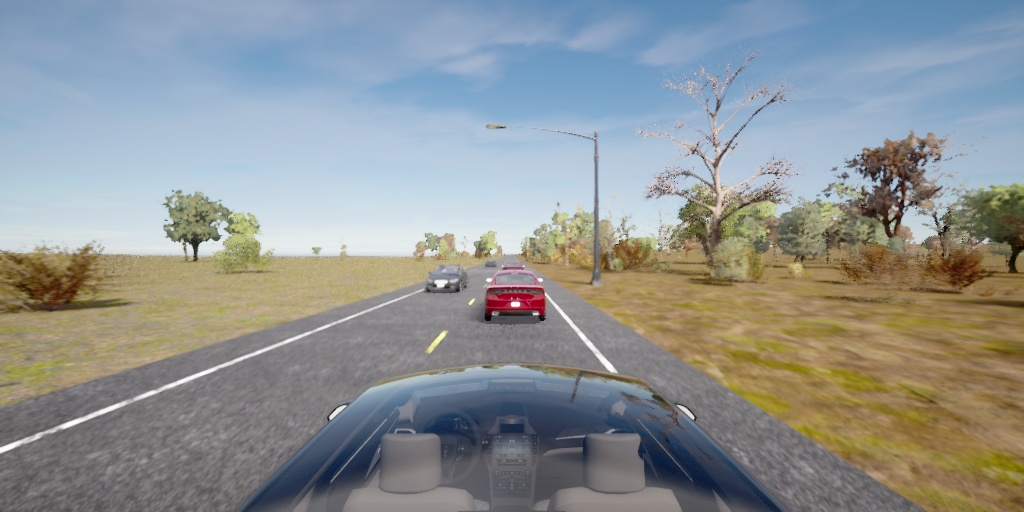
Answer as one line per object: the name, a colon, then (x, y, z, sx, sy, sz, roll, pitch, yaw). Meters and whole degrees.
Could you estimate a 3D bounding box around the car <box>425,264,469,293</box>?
car: (-3.598, 1.230, 20.552, 2.128, 1.511, 4.902, 0, 0, 0)

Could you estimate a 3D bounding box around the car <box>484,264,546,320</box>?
car: (0.101, 1.222, 12.681, 1.882, 1.535, 5.008, 0, 0, 0)

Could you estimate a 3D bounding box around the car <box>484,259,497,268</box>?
car: (-3.547, 1.246, 59.953, 1.994, 1.385, 4.181, 0, 0, 1)

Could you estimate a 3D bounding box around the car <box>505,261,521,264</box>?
car: (0.102, 1.207, 31.054, 1.882, 1.535, 5.008, 0, 0, 0)
